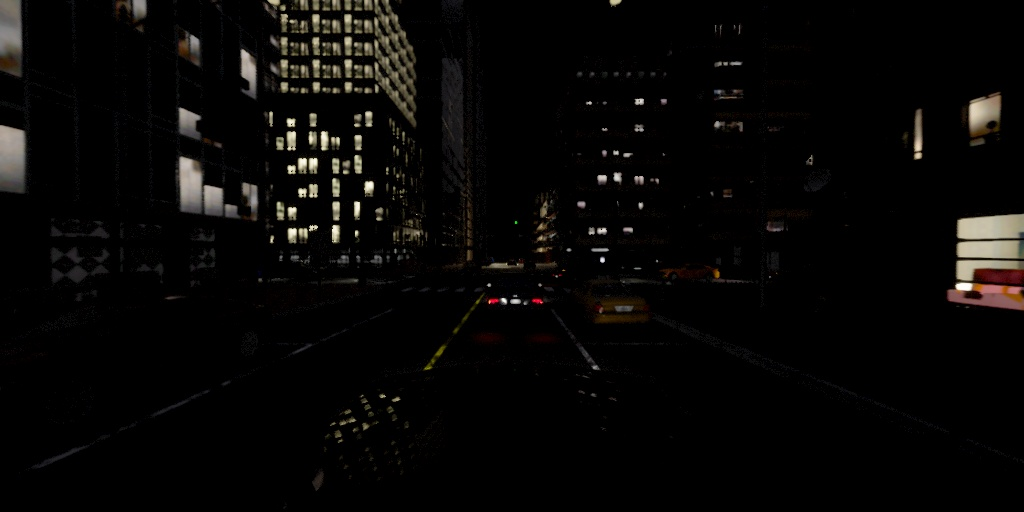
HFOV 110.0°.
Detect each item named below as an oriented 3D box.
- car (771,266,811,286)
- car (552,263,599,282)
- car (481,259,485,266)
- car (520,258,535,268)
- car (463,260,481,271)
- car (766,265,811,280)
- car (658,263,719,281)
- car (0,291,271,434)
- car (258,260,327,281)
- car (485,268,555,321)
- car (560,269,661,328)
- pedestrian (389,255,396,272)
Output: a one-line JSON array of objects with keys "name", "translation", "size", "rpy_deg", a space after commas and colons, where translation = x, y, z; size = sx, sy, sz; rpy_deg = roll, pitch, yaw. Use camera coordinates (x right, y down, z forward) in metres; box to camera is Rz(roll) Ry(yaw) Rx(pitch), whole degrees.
[{"name": "car", "translation": [21.707, 1.600, 25.812], "size": [4.313, 1.339, 1.948], "rpy_deg": [0, 0, 1]}, {"name": "car", "translation": [5.423, 1.313, 27.770], "size": [4.892, 1.490, 1.837], "rpy_deg": [2, -3, -30]}, {"name": "car", "translation": [-5.709, 1.360, 54.730], "size": [1.948, 1.339, 4.313], "rpy_deg": [0, 0, 0]}, {"name": "car", "translation": [2.672, 1.345, 54.733], "size": [2.007, 1.370, 4.403], "rpy_deg": [0, 0, 0]}, {"name": "car", "translation": [-5.707, 1.314, 48.906], "size": [1.751, 1.417, 4.829], "rpy_deg": [0, 0, 0]}, {"name": "car", "translation": [24.938, 1.571, 31.554], "size": [4.718, 1.301, 1.895], "rpy_deg": [0, 1, 1]}, {"name": "car", "translation": [15.511, 1.370, 31.680], "size": [5.008, 1.535, 1.882], "rpy_deg": [0, 1, 1]}, {"name": "car", "translation": [-5.822, 1.298, 5.534], "size": [1.888, 1.381, 4.507], "rpy_deg": [0, 0, 0]}, {"name": "car", "translation": [-17.591, 1.138, 28.935], "size": [5.008, 1.535, 1.882], "rpy_deg": [0, 1, 0]}, {"name": "car", "translation": [0.095, 1.306, 12.411], "size": [2.033, 1.411, 5.357], "rpy_deg": [0, 0, 0]}, {"name": "car", "translation": [2.816, 1.283, 11.293], "size": [1.751, 1.417, 4.829], "rpy_deg": [0, 0, 0]}, {"name": "pedestrian", "translation": [-12.560, 0.708, 37.592], "size": [0.375, 1.860, 0.375], "rpy_deg": [0, 0, 1]}]
